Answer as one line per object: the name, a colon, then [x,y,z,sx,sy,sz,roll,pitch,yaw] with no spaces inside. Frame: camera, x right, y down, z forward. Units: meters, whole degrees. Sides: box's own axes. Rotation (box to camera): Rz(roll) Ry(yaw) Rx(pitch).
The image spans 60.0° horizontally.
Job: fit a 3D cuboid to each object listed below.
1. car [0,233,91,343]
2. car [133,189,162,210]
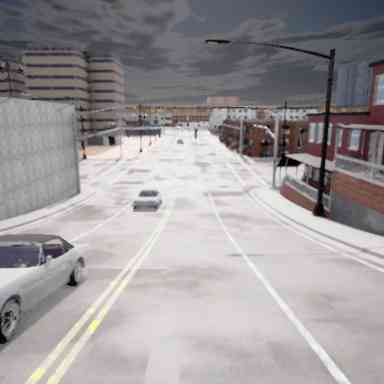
car: [-3.591,1.566,6.510,1.895,1.301,4.718,0,0,0]
car: [-3.539,0.516,26.934,1.895,1.301,4.718,0,7,1]
